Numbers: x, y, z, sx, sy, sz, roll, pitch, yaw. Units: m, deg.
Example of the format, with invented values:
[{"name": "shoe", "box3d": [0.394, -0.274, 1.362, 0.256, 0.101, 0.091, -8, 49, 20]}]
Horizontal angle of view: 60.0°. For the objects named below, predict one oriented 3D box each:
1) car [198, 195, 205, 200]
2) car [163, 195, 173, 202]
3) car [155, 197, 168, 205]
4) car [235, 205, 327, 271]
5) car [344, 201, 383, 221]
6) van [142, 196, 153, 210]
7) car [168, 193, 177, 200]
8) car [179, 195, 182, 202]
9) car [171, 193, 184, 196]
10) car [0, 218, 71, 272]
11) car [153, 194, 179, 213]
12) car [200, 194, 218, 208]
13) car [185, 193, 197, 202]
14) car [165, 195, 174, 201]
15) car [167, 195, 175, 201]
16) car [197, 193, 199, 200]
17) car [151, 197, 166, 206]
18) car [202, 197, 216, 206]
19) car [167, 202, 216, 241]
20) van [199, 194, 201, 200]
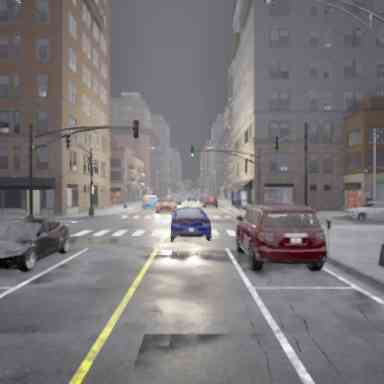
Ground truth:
[{"name": "car", "box3d": [2.654, 1.511, 91.612, 1.752, 1.417, 4.829, 0, 0, 0]}, {"name": "car", "box3d": [-5.408, 1.515, 75.052, 1.752, 1.417, 4.829, 0, 0, 0]}, {"name": "car", "box3d": [-5.410, 1.538, 59.002, 1.887, 1.381, 4.507, 0, 0, 0]}, {"name": "car", "box3d": [2.636, 1.315, 10.821, 2.192, 1.841, 5.009, 0, 0, 0]}, {"name": "car", "box3d": [14.210, 1.456, 25.699, 4.674, 1.442, 1.812, 0, 0, -2]}, {"name": "van", "box3d": [-5.413, 1.338, 42.783, 1.690, 1.788, 3.998, 0, 0, 0]}, {"name": "car", "box3d": [-5.406, 1.301, 91.440, 2.192, 1.841, 5.009, 0, 0, 0]}, {"name": "car", "box3d": [-2.842, 1.543, 46.736, 2.033, 1.411, 5.357, 0, 0, -3]}, {"name": "car", "box3d": [-2.787, 1.472, 57.187, 1.882, 1.535, 5.008, 0, 0, 1]}, {"name": "car", "box3d": [-5.389, 1.566, 10.820, 1.947, 1.339, 4.313, 0, 0, 0]}, {"name": "car", "box3d": [-2.804, 1.349, 36.397, 2.097, 1.767, 4.553, 0, 0, -2]}, {"name": "car", "box3d": [2.699, 1.310, 48.192, 2.192, 1.841, 5.009, 0, 0, 0]}, {"name": "car", "box3d": [-0.009, 1.345, 77.527, 2.097, 1.767, 4.553, 0, 0, 0]}, {"name": "car", "box3d": [-5.407, 1.539, 80.627, 2.008, 1.369, 4.403, 0, 0, 0]}, {"name": "car", "box3d": [-5.407, 1.553, 86.033, 1.947, 1.339, 4.313, 0, 0, 0]}, {"name": "car", "box3d": [2.677, 1.306, 69.817, 2.192, 1.841, 5.009, 0, 0, 0]}, {"name": "car", "box3d": [-5.411, 1.561, 53.596, 1.947, 1.339, 4.313, 0, 0, 0]}, {"name": "car", "box3d": [2.694, 1.545, 53.598, 2.008, 1.369, 4.403, 0, 0, 0]}, {"name": "car", "box3d": [-0.181, 1.478, 16.791, 1.882, 1.535, 5.008, 0, 0, -4]}, {"name": "van", "box3d": [2.682, 1.333, 64.411, 1.690, 1.788, 3.998, 0, 0, 0]}]
